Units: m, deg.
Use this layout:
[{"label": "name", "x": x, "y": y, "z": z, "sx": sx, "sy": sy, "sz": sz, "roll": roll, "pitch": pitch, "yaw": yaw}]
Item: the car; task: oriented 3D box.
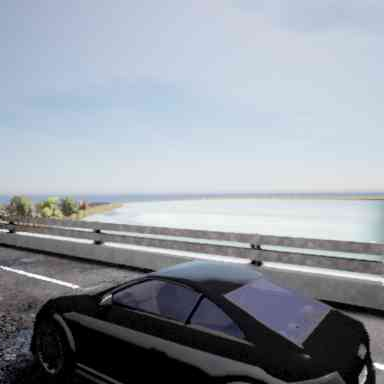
[{"label": "car", "x": -0.132, "y": 1.578, "z": 4.098, "sx": 4.181, "sy": 1.385, "sz": 1.994, "roll": 0, "pitch": 0, "yaw": 36}]
